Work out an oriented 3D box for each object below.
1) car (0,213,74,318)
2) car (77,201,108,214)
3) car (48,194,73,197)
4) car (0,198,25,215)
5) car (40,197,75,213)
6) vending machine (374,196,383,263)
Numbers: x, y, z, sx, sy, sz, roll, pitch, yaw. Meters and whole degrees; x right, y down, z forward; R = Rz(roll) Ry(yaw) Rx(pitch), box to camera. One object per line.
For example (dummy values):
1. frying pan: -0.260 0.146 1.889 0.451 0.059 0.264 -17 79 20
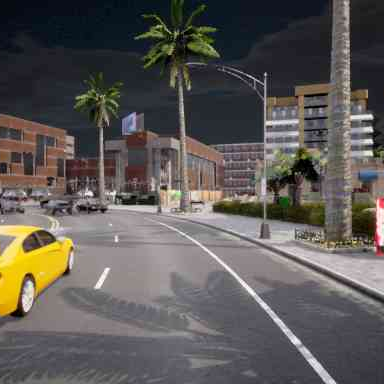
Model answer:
1. car: -4.048 1.478 7.369 1.882 1.535 5.008 0 0 -6
2. car: -10.800 1.601 35.630 1.895 1.301 4.718 0 0 -37
3. car: -17.568 1.221 43.373 5.566 2.045 2.150 0 0 38
4. car: -18.529 1.564 33.795 1.994 1.385 4.181 0 0 -43
5. car: -13.552 1.503 33.463 1.837 1.490 4.892 0 -1 -36
6. vending machine: 6.625 1.195 10.664 1.100 2.100 0.880 0 0 -8
